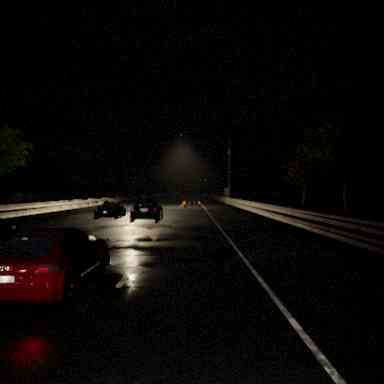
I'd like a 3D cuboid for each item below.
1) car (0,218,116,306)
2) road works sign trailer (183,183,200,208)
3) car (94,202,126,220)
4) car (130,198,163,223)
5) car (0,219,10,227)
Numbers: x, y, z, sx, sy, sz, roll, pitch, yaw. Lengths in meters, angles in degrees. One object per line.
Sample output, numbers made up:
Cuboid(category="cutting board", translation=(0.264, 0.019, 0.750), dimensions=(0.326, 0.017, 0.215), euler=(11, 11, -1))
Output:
Cuboid(category="car", translation=(-3.400, 1.563, 8.082), dimensions=(1.994, 1.385, 4.181), euler=(0, 0, 0))
Cuboid(category="road works sign trailer", translation=(-0.002, 0.447, 47.907), dimensions=(2.380, 3.560, 2.880), euler=(0, 0, 0))
Cuboid(category="car", translation=(-6.900, 1.555, 28.352), dimensions=(1.994, 1.385, 4.181), euler=(0, 0, 0))
Cuboid(category="car", translation=(-3.401, 1.344, 25.711), dimensions=(2.097, 1.767, 4.553), euler=(0, 0, 0))
Cuboid(category="car", translation=(-6.901, 1.524, 10.720), dimensions=(1.812, 1.442, 4.674), euler=(0, 0, 0))
